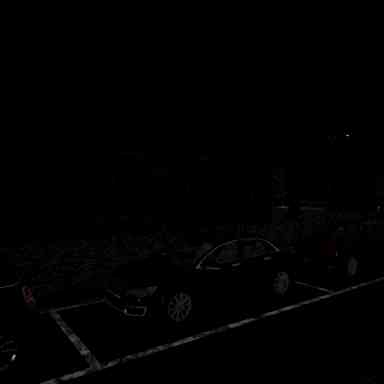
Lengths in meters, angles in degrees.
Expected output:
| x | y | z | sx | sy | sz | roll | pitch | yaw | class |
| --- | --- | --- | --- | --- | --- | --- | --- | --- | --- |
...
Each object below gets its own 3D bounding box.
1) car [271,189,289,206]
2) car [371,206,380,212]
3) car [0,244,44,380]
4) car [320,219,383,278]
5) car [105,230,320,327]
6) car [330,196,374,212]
| x | y | z | sx | sy | sz | roll | pitch | yaw | class |
| --- | --- | --- | --- | --- | --- | --- | --- | --- | --- |
| 9.891 | 0.697 | 41.527 | 2.150 | 2.045 | 5.566 | 0 | 1 | -35 | car |
| 9.293 | 1.441 | 13.292 | 4.097 | 1.590 | 1.967 | 0 | 0 | -36 | car |
| -4.029 | 1.440 | 3.776 | 4.097 | 1.590 | 1.967 | 0 | 0 | -36 | car |
| 4.852 | 1.545 | 10.120 | 4.507 | 1.381 | 1.887 | 0 | 0 | -36 | car |
| 0.412 | 1.551 | 6.948 | 4.403 | 1.369 | 2.008 | 0 | 0 | -36 | car |
| 15.992 | 1.171 | 33.015 | 2.128 | 1.511 | 4.902 | 0 | 1 | -36 | car |
